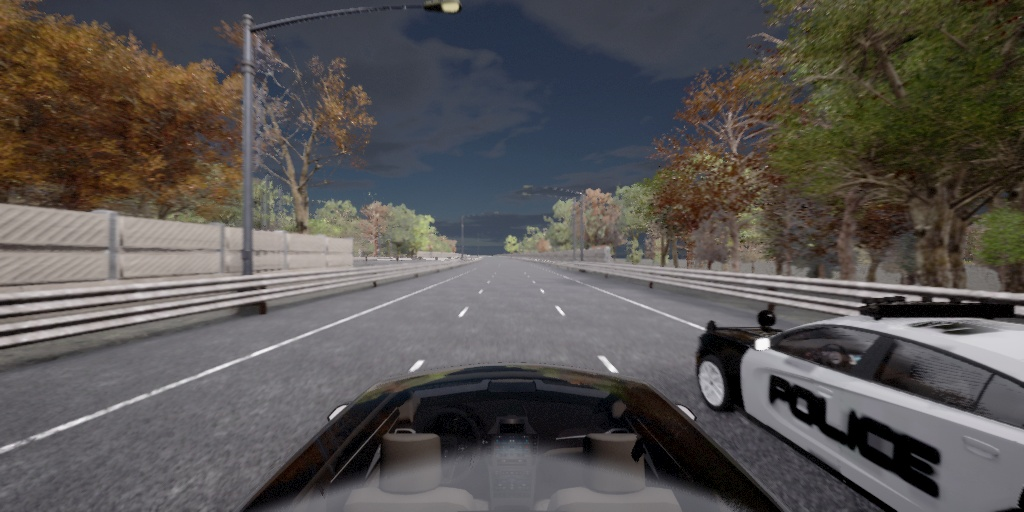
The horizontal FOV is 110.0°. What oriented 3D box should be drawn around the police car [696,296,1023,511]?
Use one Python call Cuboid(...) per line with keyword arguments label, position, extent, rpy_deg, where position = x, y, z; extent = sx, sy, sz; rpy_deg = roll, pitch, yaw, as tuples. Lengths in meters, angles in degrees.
Cuboid(label="police car", position=(3.506, 1.180, 3.147), extent=(1.930, 1.638, 5.238), rpy_deg=(0, 0, 0))
